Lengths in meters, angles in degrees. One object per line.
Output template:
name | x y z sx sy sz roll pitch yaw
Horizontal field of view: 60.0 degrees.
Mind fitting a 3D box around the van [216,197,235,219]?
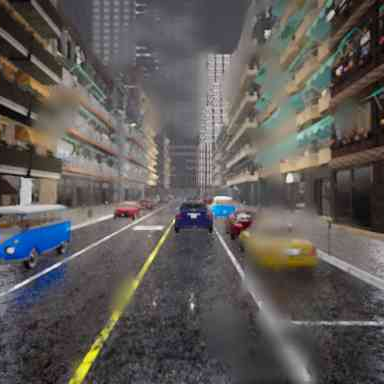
van | 2.567 1.307 27.833 1.690 1.788 3.998 0 0 0

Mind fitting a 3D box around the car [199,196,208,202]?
car | 2.554 1.536 73.351 1.802 1.307 4.206 0 0 0

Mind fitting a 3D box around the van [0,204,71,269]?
van | -5.309 1.325 10.752 1.690 1.788 3.998 1 0 0

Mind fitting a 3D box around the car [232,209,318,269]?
car | 2.569 1.509 10.934 1.752 1.417 4.829 0 0 0

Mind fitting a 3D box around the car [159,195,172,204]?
car | -5.322 1.391 61.962 1.967 1.590 4.097 0 0 0

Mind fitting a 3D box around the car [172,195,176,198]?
car | -5.326 1.398 79.032 1.967 1.590 4.097 0 0 0

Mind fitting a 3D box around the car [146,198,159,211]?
car | -5.318 1.502 39.202 1.887 1.381 4.507 0 0 0

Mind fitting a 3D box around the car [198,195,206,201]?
car | 2.552 1.543 84.730 1.802 1.307 4.206 0 0 0

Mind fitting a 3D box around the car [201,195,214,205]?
car | 2.559 1.391 56.281 1.967 1.590 4.097 0 0 0

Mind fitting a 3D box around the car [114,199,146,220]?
car | -5.315 1.511 27.823 1.887 1.381 4.507 0 0 0

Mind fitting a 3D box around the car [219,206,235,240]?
car | 2.568 1.559 16.454 1.802 1.307 4.206 0 0 0

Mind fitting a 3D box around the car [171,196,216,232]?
car | 0.095 1.325 19.831 2.097 1.767 4.553 0 0 0

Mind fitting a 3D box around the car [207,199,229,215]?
car | 2.564 1.487 33.694 1.752 1.417 4.829 0 0 0
